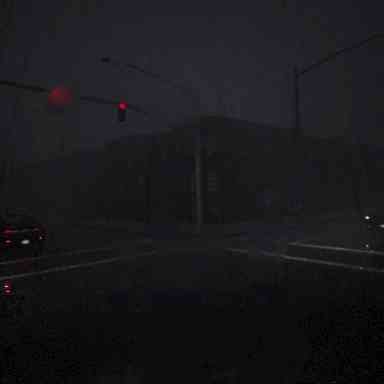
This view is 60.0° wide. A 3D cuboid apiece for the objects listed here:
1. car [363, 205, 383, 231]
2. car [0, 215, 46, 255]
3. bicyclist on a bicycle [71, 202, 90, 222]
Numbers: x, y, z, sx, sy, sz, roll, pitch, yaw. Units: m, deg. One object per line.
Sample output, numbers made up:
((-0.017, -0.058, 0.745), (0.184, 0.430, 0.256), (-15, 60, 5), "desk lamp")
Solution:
((10.853, 1.289, 17.504), (4.718, 1.301, 1.895), (-2, 0, -41), "car")
((-7.990, 1.763, 14.677), (2.128, 1.511, 4.902), (-2, 0, -40), "car")
((-9.049, 1.626, 26.974), (1.656, 1.620, 0.582), (-2, 0, -41), "bicyclist on a bicycle")
